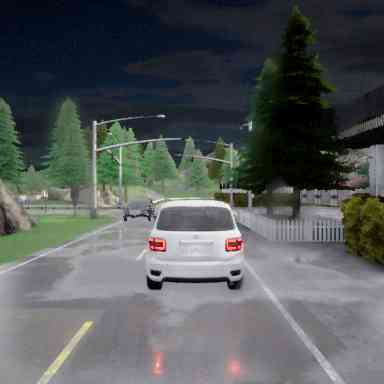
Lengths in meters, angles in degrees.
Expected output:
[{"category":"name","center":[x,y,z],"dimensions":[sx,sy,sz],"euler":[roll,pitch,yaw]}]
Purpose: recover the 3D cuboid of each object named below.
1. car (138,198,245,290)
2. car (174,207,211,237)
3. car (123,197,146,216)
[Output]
[{"category":"car","center":[0.063,1.221,9.234],"dimensions":[2.150,2.045,5.566],"euler":[0,0,0]},{"category":"car","center":[0.015,1.601,18.997],"dimensions":[1.895,1.301,4.718],"euler":[0,0,0]},{"category":"car","center":[-3.606,1.154,23.408],"dimensions":[1.837,1.490,4.892],"euler":[0,0,0]}]
